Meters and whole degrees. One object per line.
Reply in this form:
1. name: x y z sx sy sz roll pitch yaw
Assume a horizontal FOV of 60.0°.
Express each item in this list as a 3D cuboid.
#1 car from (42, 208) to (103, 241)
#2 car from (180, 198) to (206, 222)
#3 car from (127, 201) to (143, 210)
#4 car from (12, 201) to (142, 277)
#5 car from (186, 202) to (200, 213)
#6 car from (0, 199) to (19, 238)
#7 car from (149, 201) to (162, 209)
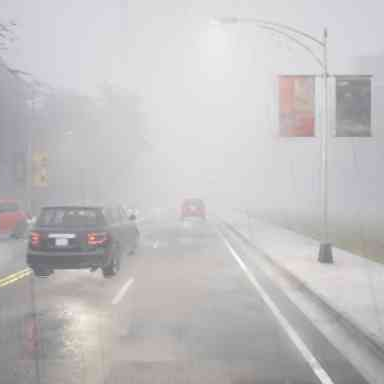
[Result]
1. car: -6.590 1.726 18.914 1.812 1.442 4.674 0 -1 0
2. car: 0.111 1.553 30.074 2.150 2.045 5.566 0 -1 0
3. car: -9.772 2.240 56.954 1.994 1.385 4.181 0 -1 1
4. car: -3.145 1.331 10.717 2.150 2.045 5.566 0 -1 0
5. car: 0.119 2.104 46.884 1.994 1.385 4.181 0 -1 0
6. car: -9.840 1.381 15.439 2.150 2.045 5.566 0 -1 0
7. car: -6.499 2.265 59.829 2.033 1.411 5.357 0 -1 1
